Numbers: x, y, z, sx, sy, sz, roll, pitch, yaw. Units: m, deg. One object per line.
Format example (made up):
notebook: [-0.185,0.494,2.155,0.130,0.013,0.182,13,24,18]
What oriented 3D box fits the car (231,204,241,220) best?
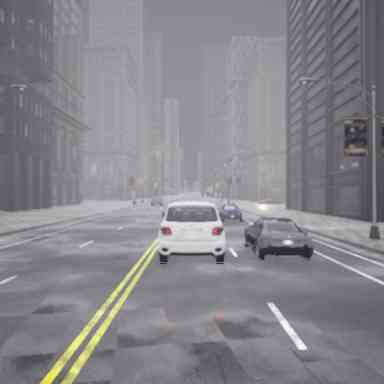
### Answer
car: [3.263,1.799,28.887,1.812,1.442,4.674,0,0,0]

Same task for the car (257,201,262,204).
car: [20.549,2.610,92.691,4.829,1.417,1.752,1,-1,0]

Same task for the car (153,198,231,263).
car: [0.006,1.346,12.561,2.150,2.045,5.566,0,0,0]

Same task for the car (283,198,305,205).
car: [25.783,2.380,84.153,5.009,1.841,2.192,1,-1,0]

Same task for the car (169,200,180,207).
car: [-3.297,2.155,63.303,1.895,1.301,4.718,0,0,0]

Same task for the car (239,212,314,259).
car: [3.267,1.692,13.257,1.994,1.385,4.181,0,0,0]

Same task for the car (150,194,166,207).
car: [-6.550,1.774,62.982,2.150,2.045,5.566,0,0,1]

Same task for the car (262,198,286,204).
car: [20.693,2.541,84.163,4.507,1.381,1.887,1,-1,0]

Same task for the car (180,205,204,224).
car: [0.008,1.869,28.244,1.895,1.301,4.718,0,-1,1]
